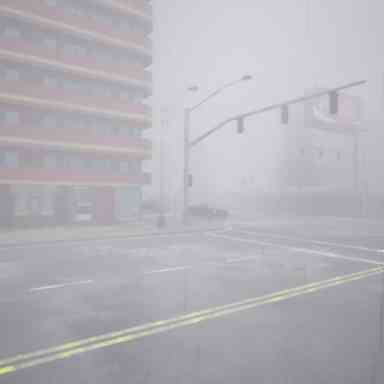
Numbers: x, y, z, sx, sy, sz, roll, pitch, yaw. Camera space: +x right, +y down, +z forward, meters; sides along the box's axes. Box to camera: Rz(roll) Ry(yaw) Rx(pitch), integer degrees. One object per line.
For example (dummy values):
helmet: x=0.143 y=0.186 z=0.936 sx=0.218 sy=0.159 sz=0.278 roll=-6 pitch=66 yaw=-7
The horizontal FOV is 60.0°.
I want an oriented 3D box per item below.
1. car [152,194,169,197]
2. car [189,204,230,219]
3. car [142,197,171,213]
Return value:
car: x=-5.941 y=1.422 z=59.120 sx=2.150 sy=2.045 sz=5.566 roll=1 pitch=0 yaw=-35
car: x=1.282 y=1.732 z=30.395 sx=1.895 sy=1.301 sz=4.718 roll=1 pitch=0 yaw=-35
car: x=-4.488 y=1.618 z=38.549 sx=2.128 sy=1.511 sz=4.902 roll=1 pitch=0 yaw=-35
